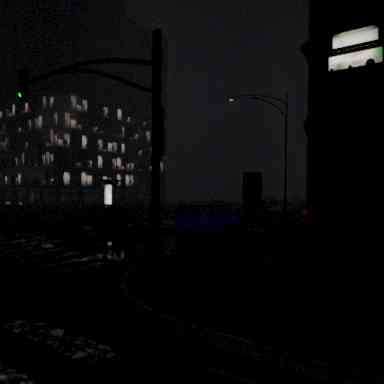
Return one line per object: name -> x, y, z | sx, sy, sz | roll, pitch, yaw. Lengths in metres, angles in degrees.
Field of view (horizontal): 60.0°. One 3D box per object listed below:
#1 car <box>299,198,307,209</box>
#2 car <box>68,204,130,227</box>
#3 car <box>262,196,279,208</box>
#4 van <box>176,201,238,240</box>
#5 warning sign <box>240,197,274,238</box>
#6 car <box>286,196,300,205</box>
car -> 15.638, 1.437, 42.313 | 1.837, 1.490, 4.892 | 1, 1, 36
car -> -5.956, 1.458, 21.852 | 1.947, 1.339, 4.313 | 1, 1, 35
car -> 10.082, 1.285, 44.390 | 1.967, 1.590, 4.097 | 1, 1, 35
van -> 0.875, 1.364, 16.991 | 1.690, 1.788, 3.998 | 1, 1, 35
warning sign -> 3.156, 1.174, 16.097 | 1.300, 1.860, 1.060 | 1, 1, 35
car -> 16.398, 1.355, 53.269 | 1.752, 1.417, 4.829 | 1, 1, 35
